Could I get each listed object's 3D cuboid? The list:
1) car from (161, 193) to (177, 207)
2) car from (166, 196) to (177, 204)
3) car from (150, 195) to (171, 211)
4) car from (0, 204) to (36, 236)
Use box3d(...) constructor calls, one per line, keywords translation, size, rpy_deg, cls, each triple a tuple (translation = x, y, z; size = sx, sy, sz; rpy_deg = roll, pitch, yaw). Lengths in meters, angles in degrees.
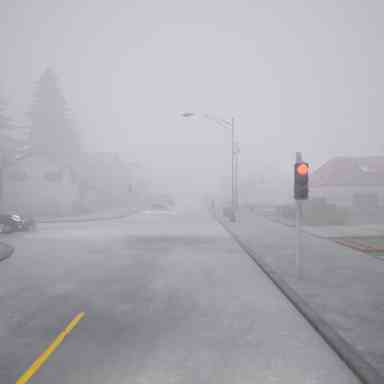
box3d(translation=(-4.026, 1.219, 52.244), size=(2.150, 2.045, 5.566), rpy_deg=(0, 0, 0), cls="car")
box3d(translation=(-3.953, 1.522, 65.342), size=(1.812, 1.442, 4.674), rpy_deg=(0, 0, 1), cls="car")
box3d(translation=(-4.043, 1.503, 41.749), size=(1.837, 1.490, 4.892), rpy_deg=(0, 0, 0), cls="car")
box3d(translation=(-10.960, 1.351, 17.958), size=(4.553, 1.767, 2.097), rpy_deg=(0, 0, -1), cls="car")
